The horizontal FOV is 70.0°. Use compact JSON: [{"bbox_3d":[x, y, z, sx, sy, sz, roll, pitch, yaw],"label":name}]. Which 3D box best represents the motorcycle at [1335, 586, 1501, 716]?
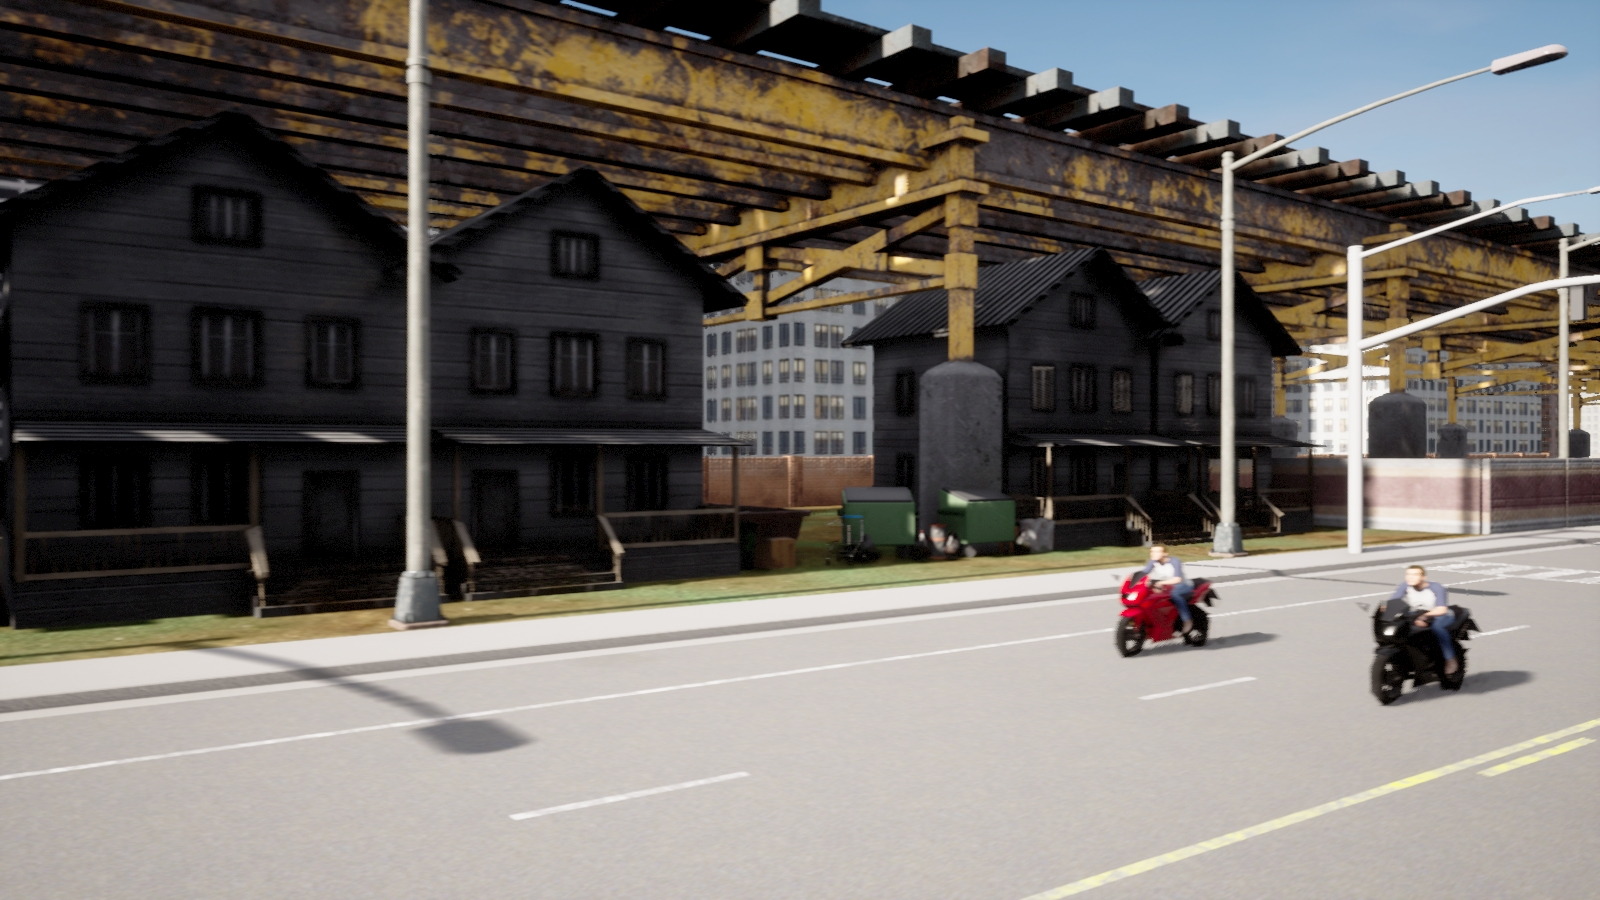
[{"bbox_3d":[6.973,2.213,12.859,2.033,1.145,0.803,0,0,-35],"label":"motorcycle"}]

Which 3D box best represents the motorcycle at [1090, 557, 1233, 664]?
[{"bbox_3d":[5.003,2.173,15.751,2.033,1.224,0.803,0,0,-35],"label":"motorcycle"}]
